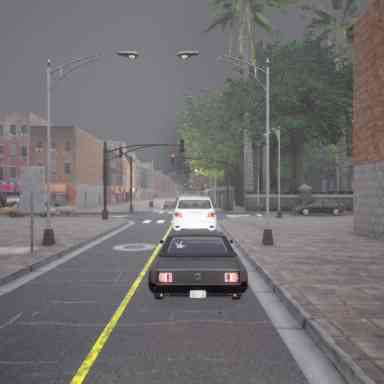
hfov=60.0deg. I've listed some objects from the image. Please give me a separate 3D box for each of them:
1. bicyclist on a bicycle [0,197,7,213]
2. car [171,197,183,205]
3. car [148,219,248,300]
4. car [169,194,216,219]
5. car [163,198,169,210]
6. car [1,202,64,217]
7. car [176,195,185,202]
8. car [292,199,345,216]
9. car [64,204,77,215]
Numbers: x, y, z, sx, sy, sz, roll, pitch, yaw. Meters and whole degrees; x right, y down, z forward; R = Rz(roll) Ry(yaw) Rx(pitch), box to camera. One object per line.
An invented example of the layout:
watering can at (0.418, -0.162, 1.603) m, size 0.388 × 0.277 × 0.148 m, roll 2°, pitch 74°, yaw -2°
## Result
bicyclist on a bicycle at (-20.087, 1.372, 35.359) m, size 0.582 × 1.620 × 1.656 m, roll 0°, pitch 0°, yaw 0°
car at (-2.721, 1.656, 60.577) m, size 1.895 × 1.301 × 4.718 m, roll 0°, pitch 0°, yaw 0°
car at (0.114, 1.603, 8.371) m, size 1.895 × 1.301 × 4.718 m, roll 0°, pitch 0°, yaw 0°
car at (0.134, 1.230, 18.136) m, size 2.150 × 2.045 × 5.566 m, roll 0°, pitch 0°, yaw 0°
car at (-2.777, 1.564, 44.585) m, size 1.812 × 1.442 × 4.674 m, roll 0°, pitch 0°, yaw 0°
car at (-14.394, 1.571, 29.710) m, size 4.829 × 1.417 × 1.752 m, roll 0°, pitch 0°, yaw 0°
car at (-2.630, 1.484, 75.713) m, size 1.882 × 1.535 × 5.008 m, roll 0°, pitch 0°, yaw 0°
car at (12.283, 1.491, 32.441) m, size 4.892 × 1.490 × 1.837 m, roll 0°, pitch 0°, yaw 0°
car at (-13.805, 1.650, 32.203) m, size 4.718 × 1.301 × 1.895 m, roll 0°, pitch 0°, yaw 2°
